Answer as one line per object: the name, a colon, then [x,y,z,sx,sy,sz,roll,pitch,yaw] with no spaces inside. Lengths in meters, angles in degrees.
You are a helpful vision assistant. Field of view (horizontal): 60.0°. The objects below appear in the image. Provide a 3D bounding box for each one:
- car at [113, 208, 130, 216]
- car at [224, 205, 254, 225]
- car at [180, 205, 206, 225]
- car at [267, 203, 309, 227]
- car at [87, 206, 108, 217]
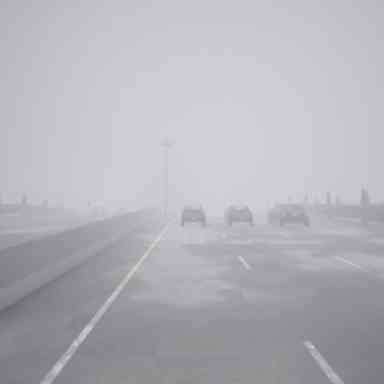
car: [-10.563,3.109,50.108,1.837,1.490,4.892,0,-6,0]
car: [3.600,1.760,26.239,2.128,1.511,4.902,0,-1,0]
car: [0.099,1.760,26.227,2.128,1.511,4.902,0,-1,0]
car: [7.100,1.607,24.986,2.097,1.767,4.553,0,-1,0]
car: [-14.063,2.925,49.787,2.097,1.767,4.553,0,-6,0]
